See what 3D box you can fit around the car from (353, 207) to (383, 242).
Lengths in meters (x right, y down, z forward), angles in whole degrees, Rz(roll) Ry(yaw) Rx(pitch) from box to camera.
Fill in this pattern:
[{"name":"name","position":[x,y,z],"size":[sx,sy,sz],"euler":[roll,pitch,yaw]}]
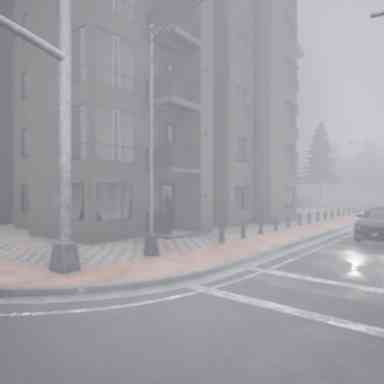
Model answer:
[{"name":"car","position":[8.917,1.444,15.385],"size":[1.882,1.535,5.008],"euler":[0,0,38]}]
